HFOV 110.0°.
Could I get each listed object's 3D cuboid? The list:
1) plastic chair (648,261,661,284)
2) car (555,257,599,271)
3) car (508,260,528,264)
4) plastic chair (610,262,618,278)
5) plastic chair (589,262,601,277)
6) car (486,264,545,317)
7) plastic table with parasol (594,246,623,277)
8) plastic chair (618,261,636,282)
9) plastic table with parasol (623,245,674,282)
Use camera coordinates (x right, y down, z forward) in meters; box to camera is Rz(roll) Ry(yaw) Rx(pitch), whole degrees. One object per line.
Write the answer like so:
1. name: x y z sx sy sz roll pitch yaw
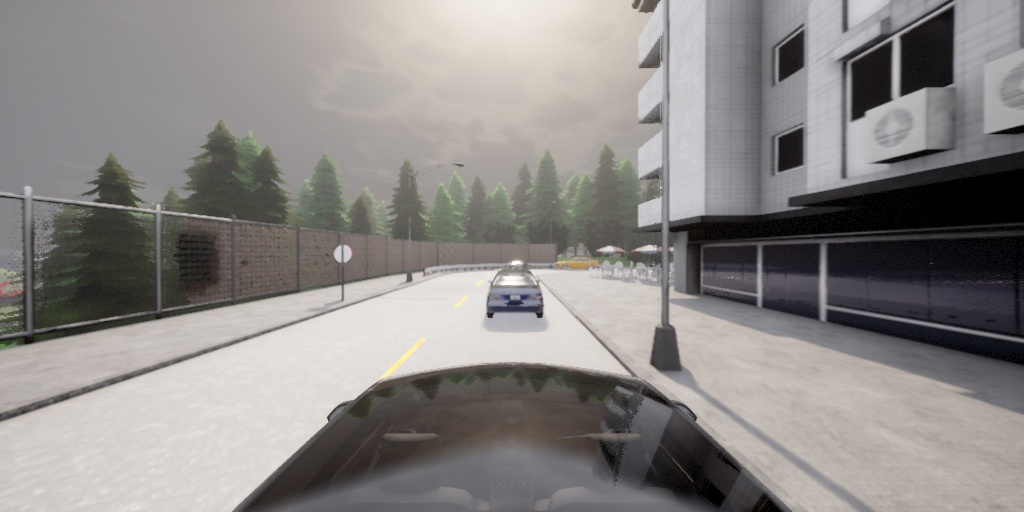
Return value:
1. plastic chair: 9.229 1.092 22.596 0.750 1.272 0.730 0 0 10
2. car: 7.475 0.874 41.420 5.008 1.535 1.882 0 0 -6
3. car: 0.557 1.028 32.004 2.033 1.411 5.357 0 0 8
4. plastic chair: 7.971 1.054 26.923 0.750 1.272 0.730 0 0 10
5. plastic chair: 6.478 1.016 28.540 0.730 1.272 0.750 0 0 10
6. car: 0.087 1.200 12.682 2.033 1.411 5.357 0 1 0
7. plastic table with parasol: 7.748 0.437 28.333 2.482 2.480 2.482 0 0 0
8. plastic chair: 7.736 1.078 24.213 0.730 1.272 0.750 0 0 10
9. plastic table with parasol: 9.215 0.476 24.025 2.482 2.480 2.482 0 0 0
